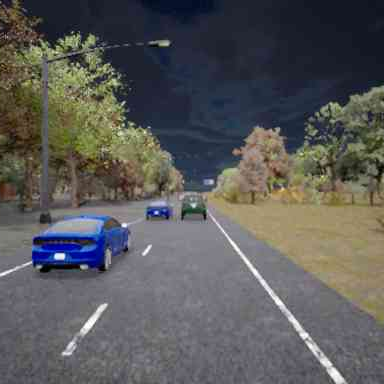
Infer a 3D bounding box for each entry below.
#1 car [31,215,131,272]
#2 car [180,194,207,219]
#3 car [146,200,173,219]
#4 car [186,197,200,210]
[{"bbox_3d":[-3.286,1.471,10.853,1.882,1.535,5.008,0,0,1],"label":"car"},{"bbox_3d":[0.148,1.207,29.318,2.150,2.045,5.566,0,0,0],"label":"car"},{"bbox_3d":[-2.712,1.462,28.717,1.882,1.535,5.008,0,0,2],"label":"car"},{"bbox_3d":[0.142,1.454,44.414,1.882,1.535,5.008,0,0,0],"label":"car"}]
